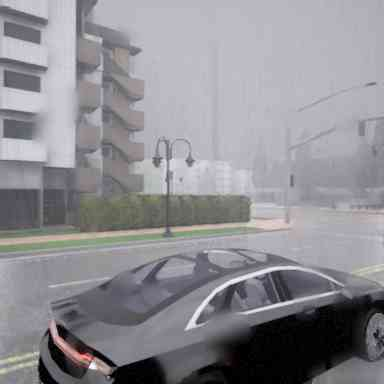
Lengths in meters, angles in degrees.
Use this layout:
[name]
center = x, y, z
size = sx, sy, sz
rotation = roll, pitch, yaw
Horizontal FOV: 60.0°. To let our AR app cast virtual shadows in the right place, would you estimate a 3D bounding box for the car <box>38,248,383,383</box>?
[car]
center = 0.719, 1.505, 4.267
size = 4.902, 1.511, 2.128
rotation = 0, 0, -35
